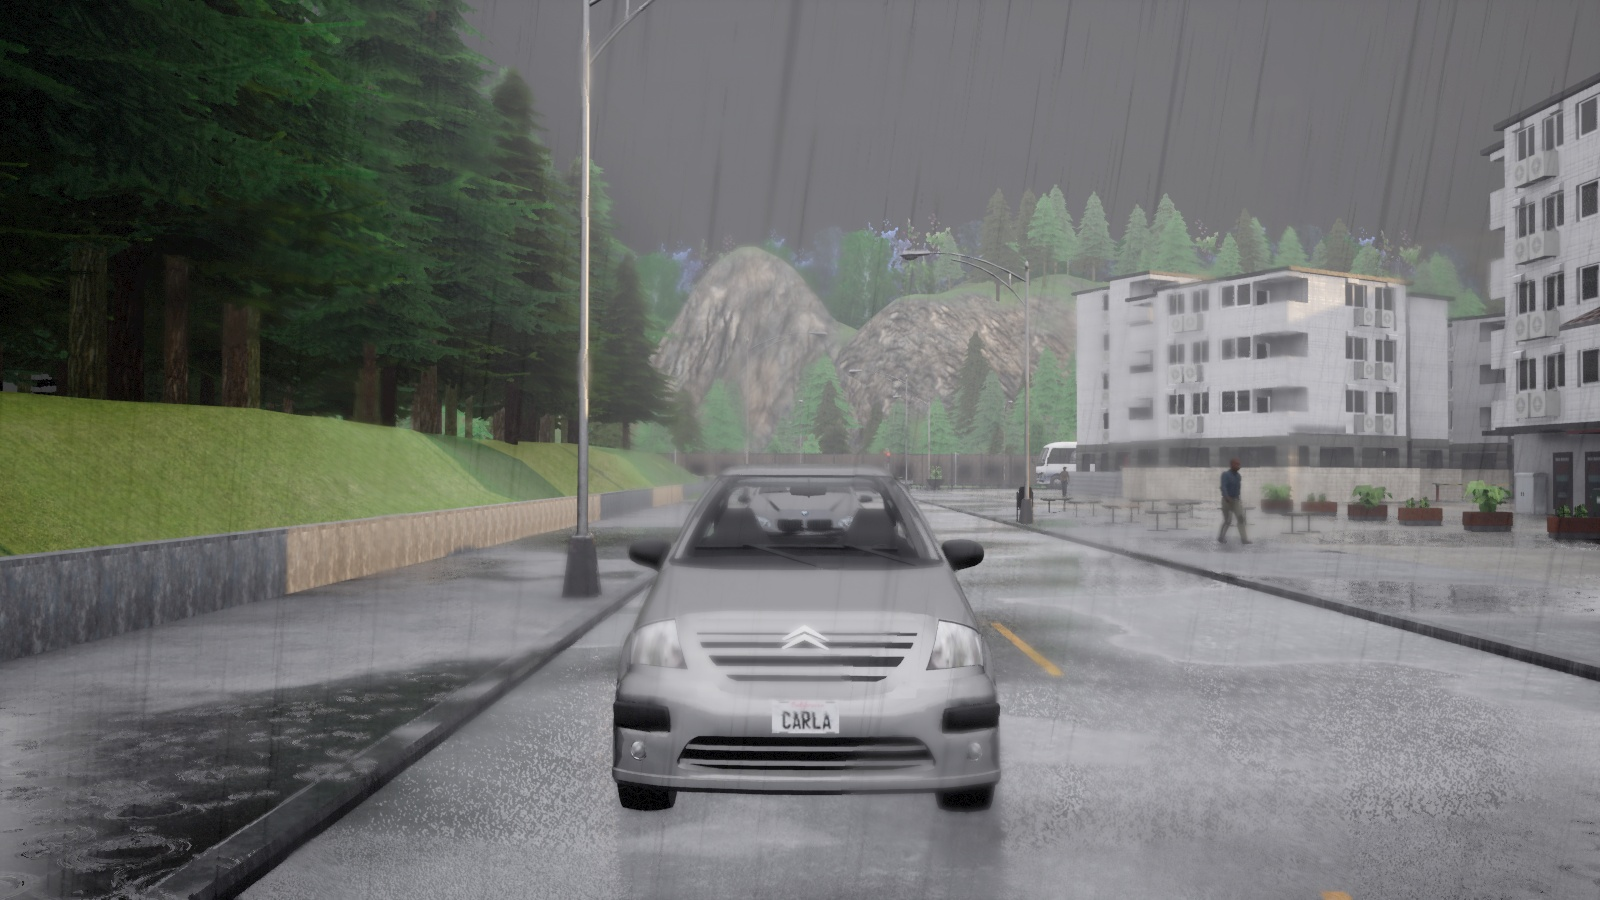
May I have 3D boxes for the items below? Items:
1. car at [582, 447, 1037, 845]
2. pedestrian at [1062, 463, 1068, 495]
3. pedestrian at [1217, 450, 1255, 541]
[{"bbox_3d":[0.044,0.832,7.120,1.851,1.617,3.988,0,-1,0],"label":"car"},{"bbox_3d":[15.363,1.683,72.819,0.328,1.805,0.869,0,-1,9],"label":"pedestrian"},{"bbox_3d":[8.869,0.917,25.569,0.370,1.835,0.726,0,-1,-16],"label":"pedestrian"}]
